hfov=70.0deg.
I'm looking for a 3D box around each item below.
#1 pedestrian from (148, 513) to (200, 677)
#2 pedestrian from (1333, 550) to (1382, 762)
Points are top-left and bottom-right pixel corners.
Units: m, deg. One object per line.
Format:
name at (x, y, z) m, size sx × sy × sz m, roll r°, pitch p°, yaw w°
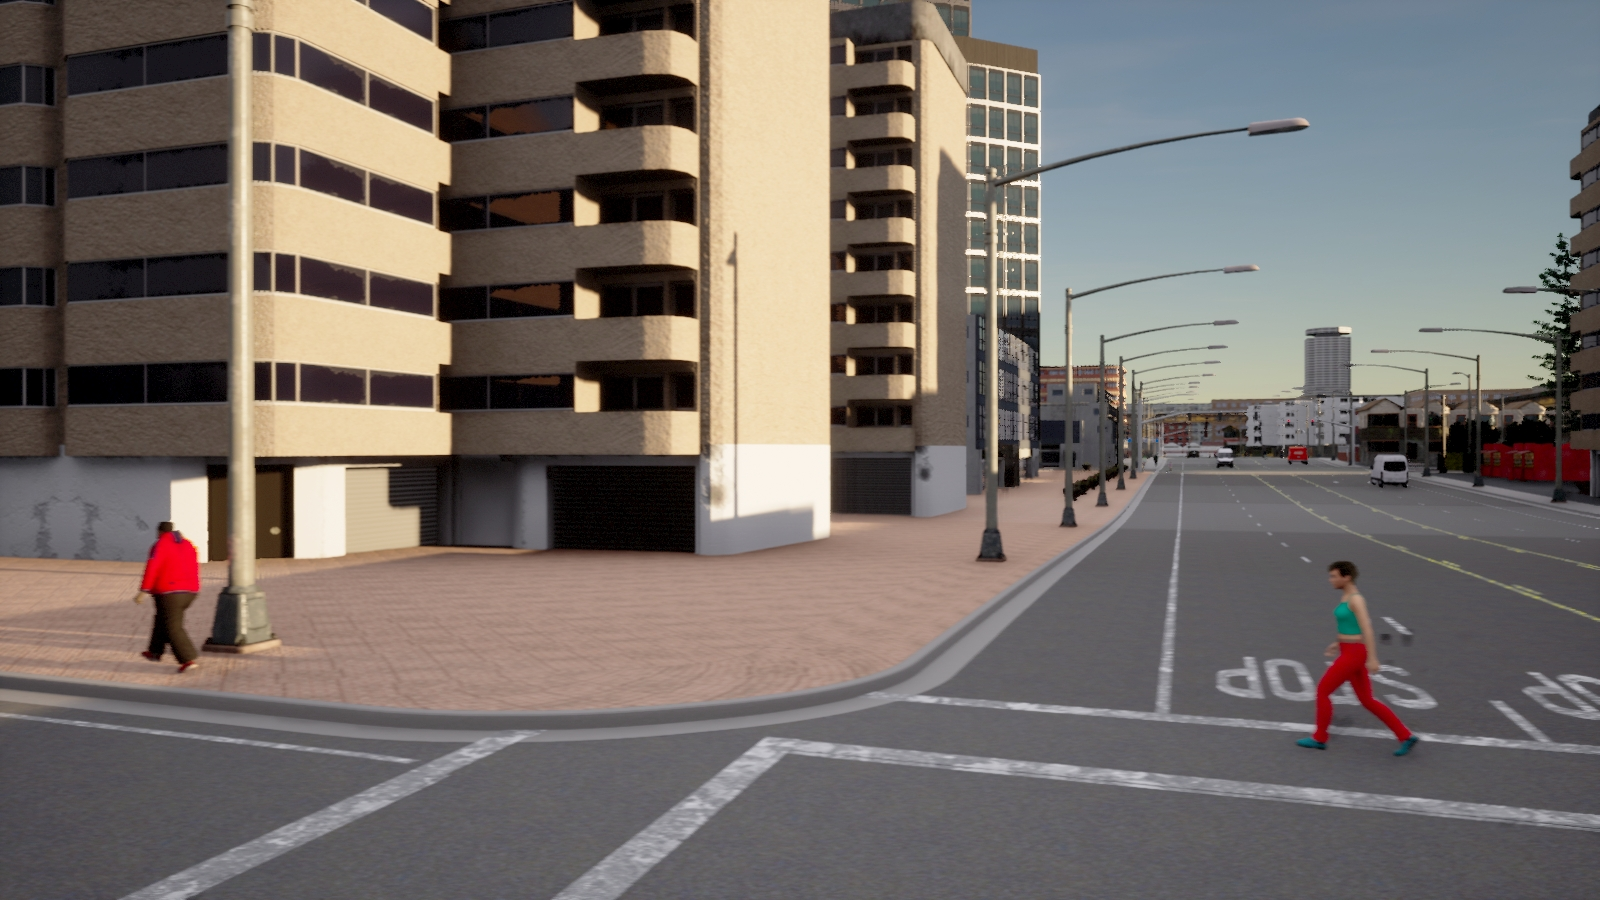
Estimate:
pedestrian at (-7.335, 1.685, 13.388) m, size 0.375 × 1.860 × 0.375 m, roll 0°, pitch 0°, yaw 20°
pedestrian at (5.104, 1.867, 10.470) m, size 0.375 × 1.860 × 0.375 m, roll 0°, pitch 0°, yaw 23°
